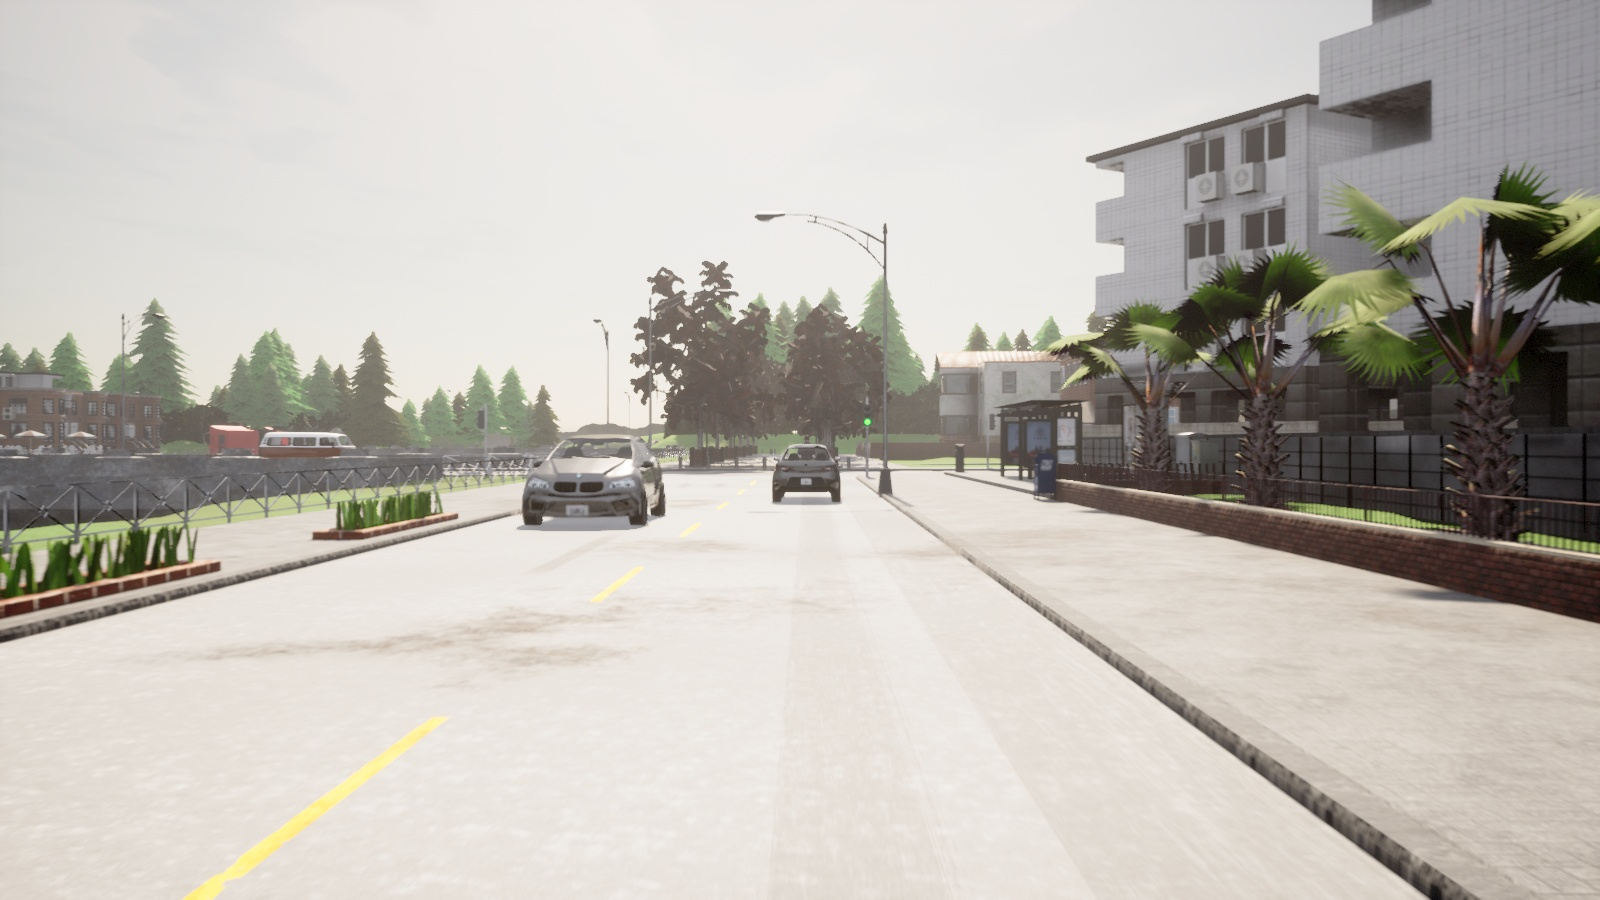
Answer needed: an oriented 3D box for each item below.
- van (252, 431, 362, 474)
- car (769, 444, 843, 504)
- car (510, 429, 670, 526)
[{"bbox_3d":[-23.824,0.108,60.779,4.480,2.038,2.069,0,0,0],"label":"van"},{"bbox_3d":[0.188,0.575,32.874,1.816,1.474,4.193,0,0,1],"label":"car"},{"bbox_3d":[-3.848,0.453,23.904,2.242,1.667,4.611,0,0,0],"label":"car"}]
